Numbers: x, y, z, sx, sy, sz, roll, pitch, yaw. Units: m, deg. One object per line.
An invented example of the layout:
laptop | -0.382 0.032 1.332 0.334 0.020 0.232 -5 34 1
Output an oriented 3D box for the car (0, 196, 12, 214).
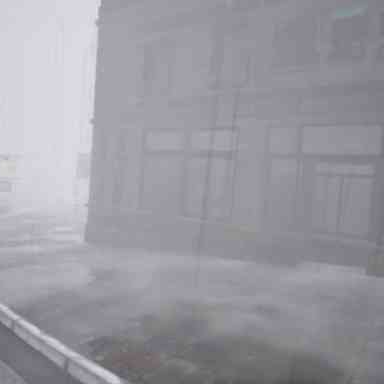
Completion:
car | -20.855 1.344 35.546 2.097 1.767 4.553 3 -1 -16
